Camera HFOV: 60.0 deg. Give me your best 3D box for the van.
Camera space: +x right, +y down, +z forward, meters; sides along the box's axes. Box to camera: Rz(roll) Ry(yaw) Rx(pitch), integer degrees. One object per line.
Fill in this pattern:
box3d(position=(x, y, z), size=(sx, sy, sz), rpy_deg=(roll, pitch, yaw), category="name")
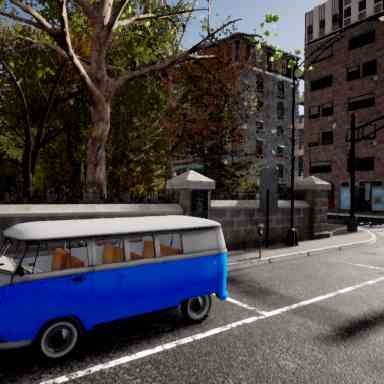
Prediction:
box3d(position=(-1.246, 1.342, 5.613), size=(3.998, 1.788, 1.690), rpy_deg=(0, 1, -36), category="van")
